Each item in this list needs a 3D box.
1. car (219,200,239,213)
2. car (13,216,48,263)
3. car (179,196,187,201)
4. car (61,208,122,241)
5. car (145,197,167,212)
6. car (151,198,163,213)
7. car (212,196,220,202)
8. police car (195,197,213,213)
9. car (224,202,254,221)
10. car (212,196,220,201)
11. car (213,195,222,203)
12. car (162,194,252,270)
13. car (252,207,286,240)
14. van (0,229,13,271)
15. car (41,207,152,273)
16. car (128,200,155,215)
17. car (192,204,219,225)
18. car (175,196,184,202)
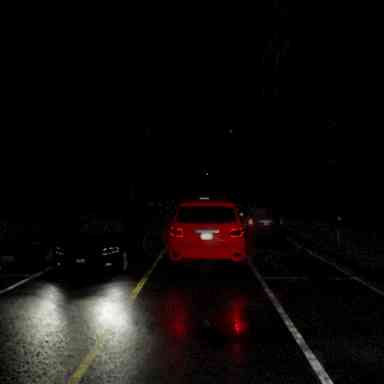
[{"bbox_3d":[4.294,1.607,39.032,1.947,1.339,4.313,0,0,2],"label":"car"},{"bbox_3d":[-5.274,1.571,11.870,1.947,1.339,4.313,0,0,2],"label":"car"},{"bbox_3d":[-2.346,1.691,87.239,2.008,1.369,4.403,0,0,2],"label":"car"},{"bbox_3d":[-5.064,1.592,17.367,1.802,1.307,4.206,0,0,2],"label":"car"},{"bbox_3d":[-4.226,1.474,39.357,1.967,1.590,4.097,0,0,2],"label":"car"},{"bbox_3d":[-4.435,1.609,33.859,1.802,1.307,4.206,0,0,2],"label":"car"},{"bbox_3d":[5.963,1.657,81.668,1.752,1.417,4.829,0,0,2],"label":"car"},{"bbox_3d":[1.408,1.463,38.252,1.930,1.638,5.238,0,0,2],"label":"police car"},{"bbox_3d":[3.874,1.579,28.037,2.008,1.369,4.403,0,0,2],"label":"car"},{"bbox_3d":[6.172,1.698,86.903,2.008,1.369,4.403,0,0,2],"label":"car"},{"bbox_3d":[5.740,1.556,76.094,1.967,1.590,4.097,0,0,2],"label":"car"},{"bbox_3d":[0.476,1.232,11.232,2.150,2.045,5.566,0,0,2],"label":"car"},{"bbox_3d":[3.455,1.457,17.042,1.967,1.590,4.097,0,0,2],"label":"car"},{"bbox_3d":[-5.484,1.341,6.373,1.690,1.788,3.998,0,0,2],"label":"van"},{"bbox_3d":[-2.737,1.484,10.945,1.882,1.535,5.008,0,0,2],"label":"car"},{"bbox_3d":[-4.645,1.587,28.362,1.947,1.339,4.313,0,0,2],"label":"car"},{"bbox_3d":[1.021,1.624,25.486,1.895,1.301,4.718,0,0,2],"label":"car"},{"bbox_3d":[-2.778,1.691,76.431,1.802,1.307,4.206,0,0,2],"label":"car"}]
